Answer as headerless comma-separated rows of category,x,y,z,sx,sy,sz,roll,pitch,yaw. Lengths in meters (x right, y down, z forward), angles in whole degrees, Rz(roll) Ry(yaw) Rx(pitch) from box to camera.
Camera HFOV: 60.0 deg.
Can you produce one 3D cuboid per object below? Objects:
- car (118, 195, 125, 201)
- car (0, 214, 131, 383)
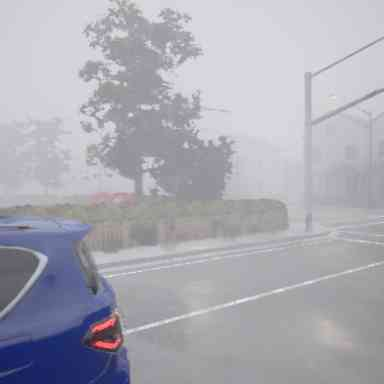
car,-11.330,0.994,58.435,1.882,1.535,5.008,-1,0,-35
car,-3.094,1.235,1.778,5.566,2.045,2.150,0,0,-35
